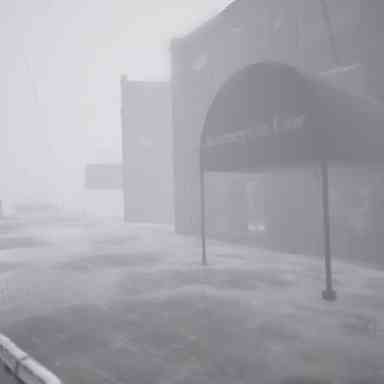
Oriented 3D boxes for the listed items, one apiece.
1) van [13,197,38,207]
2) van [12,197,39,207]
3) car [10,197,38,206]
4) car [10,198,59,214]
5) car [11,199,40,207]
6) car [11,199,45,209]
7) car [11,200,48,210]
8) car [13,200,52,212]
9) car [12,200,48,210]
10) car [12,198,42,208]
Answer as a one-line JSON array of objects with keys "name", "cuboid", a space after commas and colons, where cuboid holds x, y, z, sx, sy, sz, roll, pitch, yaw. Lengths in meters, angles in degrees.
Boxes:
[{"name": "van", "cuboid": [-36.492, 2.154, 72.955, 1.878, 1.987, 4.442, -2, -2, 41]}, {"name": "van", "cuboid": [-33.831, 2.047, 67.624, 1.878, 1.987, 4.442, -1, -1, 41]}, {"name": "car", "cuboid": [-40.761, 2.294, 80.615, 2.435, 2.045, 5.566, -2, -2, 41]}, {"name": "car", "cuboid": [-18.316, 1.750, 39.381, 2.231, 1.521, 4.892, -1, -1, 41]}, {"name": "car", "cuboid": [-35.167, 2.326, 70.283, 2.097, 1.535, 5.008, -2, -2, 41]}, {"name": "car", "cuboid": [-29.540, 2.128, 59.988, 2.231, 1.521, 4.892, -1, -1, 41]}, {"name": "car", "cuboid": [-26.725, 2.034, 54.834, 2.231, 1.521, 4.892, -1, -1, 41]}, {"name": "car", "cuboid": [-22.521, 1.931, 47.106, 2.002, 1.452, 4.674, -1, -1, 41]}, {"name": "car", "cuboid": [-25.330, 2.025, 52.258, 2.002, 1.452, 4.674, -1, -1, 41]}, {"name": "car", "cuboid": [-30.926, 2.050, 62.583, 2.185, 1.767, 4.553, -1, -1, 41]}]
